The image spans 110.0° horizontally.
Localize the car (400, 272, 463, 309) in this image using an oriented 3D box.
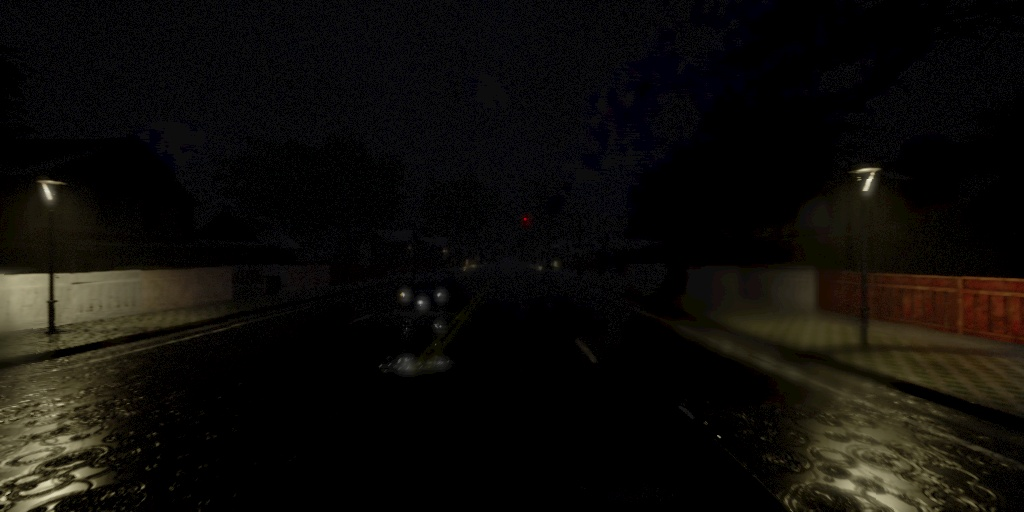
[{"bbox_3d":[-3.358,1.421,16.100,2.033,1.411,5.357,0,-1,0],"label":"car"}]
